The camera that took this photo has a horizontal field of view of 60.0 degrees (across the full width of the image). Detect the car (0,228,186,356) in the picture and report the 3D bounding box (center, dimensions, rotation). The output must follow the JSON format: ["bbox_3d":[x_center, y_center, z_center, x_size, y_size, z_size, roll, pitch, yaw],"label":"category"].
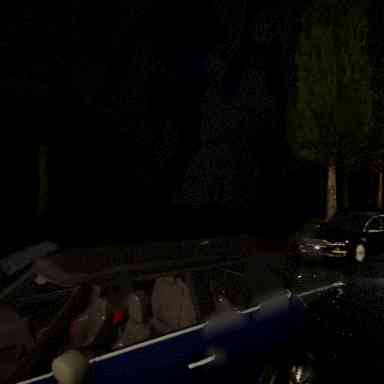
[{"bbox_3d":[-2.397,1.564,5.969,4.181,1.385,1.994,0,0,-35],"label":"car"}]

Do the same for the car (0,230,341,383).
[{"bbox_3d":[-0.928,1.352,3.020,4.553,1.767,2.097,0,0,-36],"label":"car"}]

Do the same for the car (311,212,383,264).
[{"bbox_3d":[5.891,1.502,11.886,4.892,1.490,1.837,0,0,-35],"label":"car"}]
